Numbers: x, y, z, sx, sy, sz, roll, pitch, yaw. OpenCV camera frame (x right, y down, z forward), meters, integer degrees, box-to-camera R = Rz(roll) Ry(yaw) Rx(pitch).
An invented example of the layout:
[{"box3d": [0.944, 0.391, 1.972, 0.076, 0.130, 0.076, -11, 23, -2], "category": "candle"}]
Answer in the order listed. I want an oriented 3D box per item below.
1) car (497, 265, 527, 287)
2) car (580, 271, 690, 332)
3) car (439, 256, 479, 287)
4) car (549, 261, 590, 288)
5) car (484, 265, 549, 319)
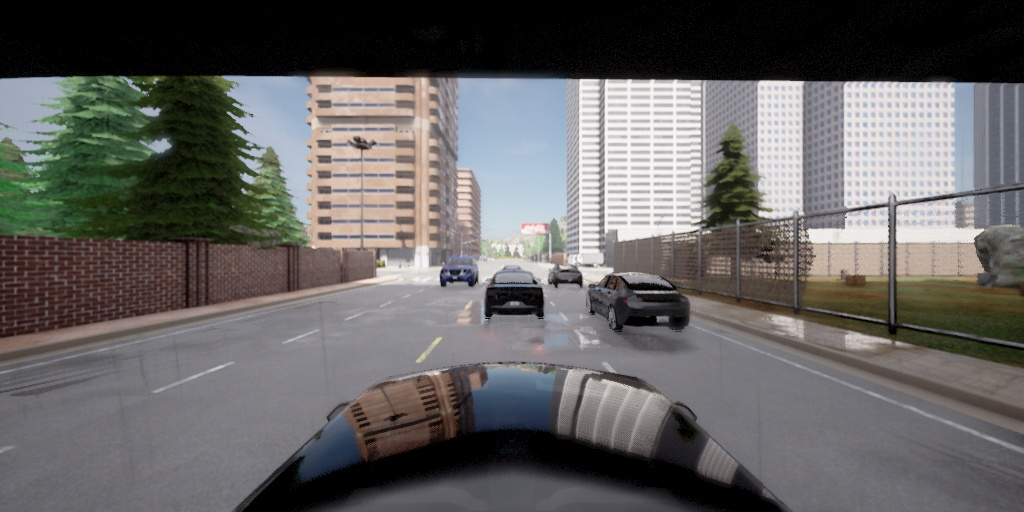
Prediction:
[{"box3d": [0.022, 1.356, 25.839, 1.994, 1.385, 4.181, 0, 0, 0], "category": "car"}, {"box3d": [3.583, 1.271, 10.965, 1.837, 1.490, 4.892, 0, 0, 0], "category": "car"}, {"box3d": [-3.570, 1.008, 25.144, 2.150, 2.045, 5.566, 0, 0, 0], "category": "car"}, {"box3d": [3.537, 1.282, 24.230, 2.128, 1.511, 4.902, 0, 0, 0], "category": "car"}, {"box3d": [0.070, 1.248, 12.970, 1.882, 1.535, 5.008, 0, 0, 0], "category": "car"}]
